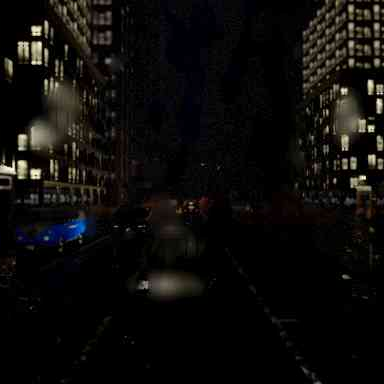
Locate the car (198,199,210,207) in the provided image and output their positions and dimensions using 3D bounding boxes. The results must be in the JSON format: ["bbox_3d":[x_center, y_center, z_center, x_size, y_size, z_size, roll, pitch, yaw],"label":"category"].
[{"bbox_3d":[2.306,2.095,63.848,2.008,1.369,4.403,0,0,0],"label":"car"}]

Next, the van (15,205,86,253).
[{"bbox_3d":[-5.764,1.465,13.946,1.690,1.788,3.998,0,0,0],"label":"van"}]

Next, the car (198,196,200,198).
[{"bbox_3d":[2.375,1.766,52.772,2.192,1.841,5.009,0,0,0],"label":"car"}]

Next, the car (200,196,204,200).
[{"bbox_3d":[2.444,1.672,41.694,2.192,1.841,5.009,0,0,0],"label":"car"}]

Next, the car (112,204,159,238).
[{"bbox_3d":[-3.211,1.671,19.033,1.837,1.490,4.892,0,0,0],"label":"car"}]

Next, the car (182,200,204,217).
[{"bbox_3d":[-0.106,1.846,34.670,2.033,1.411,5.357,0,0,0],"label":"car"}]

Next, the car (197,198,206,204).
[{"bbox_3d":[2.202,2.250,80.464,1.947,1.339,4.313,0,0,0],"label":"car"}]

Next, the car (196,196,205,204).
[{"bbox_3d":[2.169,2.045,86.005,2.192,1.841,5.009,0,0,0],"label":"car"}]

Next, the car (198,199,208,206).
[{"bbox_3d":[2.270,2.118,69.557,1.752,1.417,4.829,0,0,0],"label":"car"}]

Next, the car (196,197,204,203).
[{"bbox_3d":[2.133,2.216,91.543,1.967,1.590,4.097,0,0,0],"label":"car"}]

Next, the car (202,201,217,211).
[{"bbox_3d":[2.409,1.970,47.231,1.947,1.339,4.313,0,0,0],"label":"car"}]

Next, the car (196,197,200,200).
[{"bbox_3d":[-0.174,1.865,45.154,1.882,1.535,5.008,0,0,0],"label":"car"}]

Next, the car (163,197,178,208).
[{"bbox_3d":[-3.412,2.053,59.019,2.033,1.411,5.357,0,0,0],"label":"car"}]

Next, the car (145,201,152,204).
[{"bbox_3d":[-5.903,1.864,36.099,2.008,1.369,4.403,0,0,0],"label":"car"}]

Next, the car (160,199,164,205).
[{"bbox_3d":[-6.109,2.176,69.334,1.802,1.307,4.206,0,0,0],"label":"car"}]

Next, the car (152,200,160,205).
[{"bbox_3d":[-5.971,1.989,47.178,1.802,1.307,4.206,0,0,0],"label":"car"}]

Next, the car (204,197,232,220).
[{"bbox_3d":[2.513,1.578,30.615,2.192,1.841,5.009,0,0,0],"label":"car"}]
